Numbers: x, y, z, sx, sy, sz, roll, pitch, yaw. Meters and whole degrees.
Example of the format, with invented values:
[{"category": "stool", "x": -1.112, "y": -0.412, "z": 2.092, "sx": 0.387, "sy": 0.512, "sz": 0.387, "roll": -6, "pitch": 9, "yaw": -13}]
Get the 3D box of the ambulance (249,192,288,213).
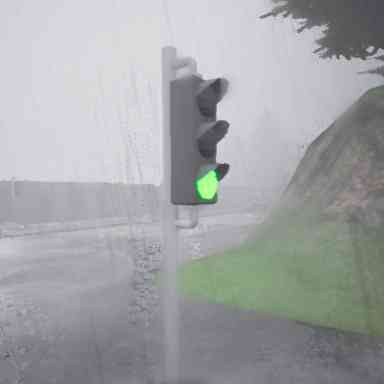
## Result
[{"category": "ambulance", "x": 9.206, "y": 1.198, "z": 40.916, "sx": 2.351, "sy": 2.431, "sz": 6.366, "roll": -1, "pitch": 0, "yaw": 36}]
